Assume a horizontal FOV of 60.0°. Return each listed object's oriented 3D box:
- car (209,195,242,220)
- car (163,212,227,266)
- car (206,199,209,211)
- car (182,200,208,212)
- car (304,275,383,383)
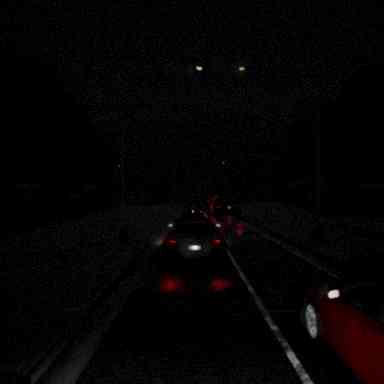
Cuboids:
[{"bbox_3d":[2.972,1.341,29.097,2.150,2.045,5.566,0,0,0],"label":"car"},{"bbox_3d":[0.087,1.605,11.705,1.994,1.385,4.181,0,0,0],"label":"car"},{"bbox_3d":[2.969,1.375,36.098,2.150,2.045,5.566,0,0,0],"label":"car"},{"bbox_3d":[0.089,1.665,30.048,2.033,1.411,5.357,0,0,0],"label":"car"},{"bbox_3d":[2.625,1.557,3.586,1.887,1.381,4.507,-1,0,0],"label":"car"}]
